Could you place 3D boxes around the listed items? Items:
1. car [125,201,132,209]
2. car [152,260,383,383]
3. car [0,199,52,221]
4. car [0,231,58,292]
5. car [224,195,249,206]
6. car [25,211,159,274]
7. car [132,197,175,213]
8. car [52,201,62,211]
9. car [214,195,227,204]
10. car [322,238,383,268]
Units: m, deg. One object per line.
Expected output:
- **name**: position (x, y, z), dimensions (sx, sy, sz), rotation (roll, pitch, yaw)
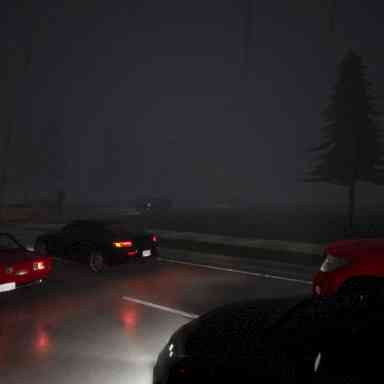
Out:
- **car**: position (-6.901, 1.503, 45.235), dimensions (1.837, 1.490, 4.892), rotation (0, 0, 37)
- **car**: position (1.662, 1.564, 2.795), dimensions (4.181, 1.385, 1.994), rotation (0, 0, 36)
- **car**: position (-13.399, 1.477, 24.532), dimensions (1.882, 1.535, 5.008), rotation (0, 0, 35)
- **car**: position (-5.450, 1.601, 7.916), dimensions (4.718, 1.301, 1.895), rotation (0, 0, 36)
- **car**: position (7.417, 1.564, 52.752), dimensions (1.994, 1.385, 4.181), rotation (0, 0, 37)
- **car**: position (-3.115, 1.526, 10.545), dimensions (4.674, 1.442, 1.812), rotation (0, 0, 36)
- **car**: position (-4.022, 1.352, 37.366), dimensions (2.097, 1.767, 4.553), rotation (0, 0, 37)
- **car**: position (-15.652, 1.478, 33.445), dimensions (1.882, 1.535, 5.008), rotation (0, 0, 37)
- **car**: position (6.129, 1.351, 62.692), dimensions (2.097, 1.767, 4.553), rotation (0, 0, 37)
- **car**: position (4.755, 1.221, 4.873), dimensions (5.566, 2.045, 2.150), rotation (0, 0, 36)
